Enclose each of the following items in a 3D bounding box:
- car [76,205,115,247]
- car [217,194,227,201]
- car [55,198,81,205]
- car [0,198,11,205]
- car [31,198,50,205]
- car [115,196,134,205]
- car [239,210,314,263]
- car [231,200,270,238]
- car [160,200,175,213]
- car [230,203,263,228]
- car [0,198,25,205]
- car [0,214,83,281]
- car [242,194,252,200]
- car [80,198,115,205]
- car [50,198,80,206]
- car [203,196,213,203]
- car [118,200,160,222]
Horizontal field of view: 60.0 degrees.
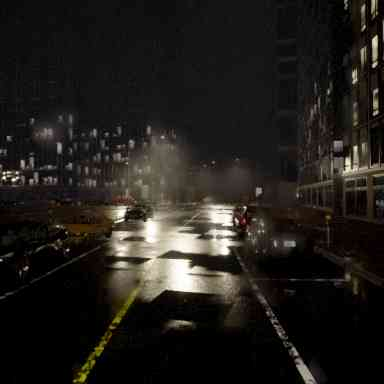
[{"bbox_3d":[-4.884,1.540,15.297,1.752,1.417,4.829,1,0,3],"label":"car"},{"bbox_3d":[8.166,1.530,89.895,2.192,1.841,5.009,1,0,16],"label":"car"},{"bbox_3d":[-23.941,1.882,64.420,4.403,1.369,2.008,0,-1,15],"label":"car"},{"bbox_3d":[-40.125,1.989,68.866,4.403,1.369,2.008,0,-1,15],"label":"car"},{"bbox_3d":[-29.499,1.893,65.947,4.829,1.417,1.752,0,-1,15],"label":"car"},{"bbox_3d":[-13.152,1.575,61.461,5.009,1.841,2.192,0,-1,15],"label":"car"},{"bbox_3d":[2.981,1.571,11.903,1.947,1.339,4.313,1,0,2],"label":"car"},{"bbox_3d":[3.275,1.449,17.583,1.967,1.590,4.097,1,0,4],"label":"car"},{"bbox_3d":[-2.983,1.595,37.153,2.008,1.369,4.403,1,0,7],"label":"car"},{"bbox_3d":[3.666,1.557,23.212,1.887,1.381,4.507,1,0,5],"label":"car"},{"bbox_3d":[-31.408,1.767,58.301,4.403,1.369,2.008,0,-1,15],"label":"car"},{"bbox_3d":[-5.116,1.574,9.973,1.947,1.339,4.313,1,0,2],"label":"car"},{"bbox_3d":[12.603,1.440,76.045,2.192,1.841,5.009,1,0,15],"label":"car"},{"bbox_3d":[-15.232,1.675,53.857,4.313,1.339,1.947,0,-1,15],"label":"car"},{"bbox_3d":[-20.624,1.695,55.338,4.403,1.369,2.008,0,-1,15],"label":"car"},{"bbox_3d":[3.602,1.675,73.806,1.752,1.417,4.829,1,0,14],"label":"car"},{"bbox_3d":[-4.114,1.578,26.396,2.008,1.369,4.403,1,0,5],"label":"car"}]
